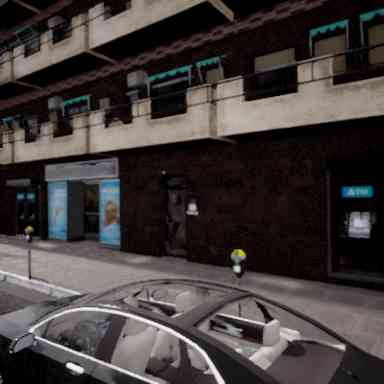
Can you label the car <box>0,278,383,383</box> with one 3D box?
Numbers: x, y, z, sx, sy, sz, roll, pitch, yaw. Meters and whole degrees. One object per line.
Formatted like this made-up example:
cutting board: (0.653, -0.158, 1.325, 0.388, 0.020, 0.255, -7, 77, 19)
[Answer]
car: (-0.423, 1.551, 3.189, 4.403, 1.369, 2.008, 0, -1, 36)
